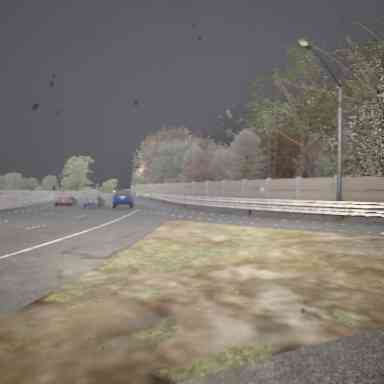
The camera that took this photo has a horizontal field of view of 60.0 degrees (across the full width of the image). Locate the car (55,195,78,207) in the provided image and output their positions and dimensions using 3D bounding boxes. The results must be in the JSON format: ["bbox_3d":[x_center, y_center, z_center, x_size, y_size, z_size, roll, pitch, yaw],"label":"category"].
[{"bbox_3d":[-15.036,1.019,39.947,1.994,1.385,4.181,0,1,-8],"label":"car"}]

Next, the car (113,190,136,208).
[{"bbox_3d":[-7.655,0.735,37.768,2.150,2.045,5.566,0,1,-6],"label":"car"}]

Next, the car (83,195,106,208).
[{"bbox_3d":[-11.225,1.037,38.469,2.033,1.411,5.357,0,1,-7],"label":"car"}]
